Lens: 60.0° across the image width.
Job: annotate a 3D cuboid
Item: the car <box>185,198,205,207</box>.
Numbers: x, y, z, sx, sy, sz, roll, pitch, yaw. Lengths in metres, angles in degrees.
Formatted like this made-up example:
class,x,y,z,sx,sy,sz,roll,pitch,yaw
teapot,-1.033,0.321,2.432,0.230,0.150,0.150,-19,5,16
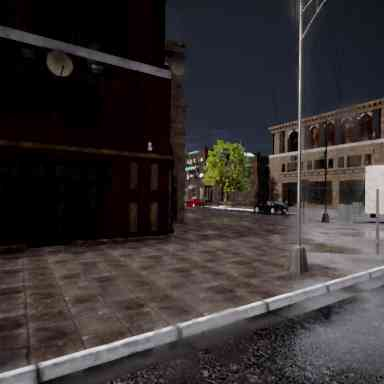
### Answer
class,x,y,z,sx,sy,sz,roll,pitch,yaw
car,0.413,1.626,51.446,1.887,1.381,4.507,1,-1,-27

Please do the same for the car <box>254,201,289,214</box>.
class,x,y,z,sx,sy,sz,roll,pitch,yaw
car,8.488,1.628,35.969,2.008,1.369,4.403,1,-1,-27
